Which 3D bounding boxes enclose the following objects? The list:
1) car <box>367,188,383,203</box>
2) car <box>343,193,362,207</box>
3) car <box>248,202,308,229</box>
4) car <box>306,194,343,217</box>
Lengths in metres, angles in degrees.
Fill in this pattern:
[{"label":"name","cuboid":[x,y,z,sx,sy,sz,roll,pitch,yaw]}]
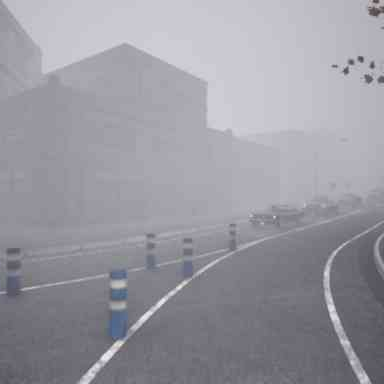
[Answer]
[{"label":"car","cuboid":[28.427,0.480,50.949,2.150,2.045,5.566,0,1,38]},{"label":"car","cuboid":[17.283,0.840,36.493,1.837,1.490,4.892,0,1,38]},{"label":"car","cuboid":[5.358,1.456,20.828,1.895,1.301,4.718,0,1,37]},{"label":"car","cuboid":[10.885,1.072,28.091,2.097,1.767,4.553,0,1,38]}]
